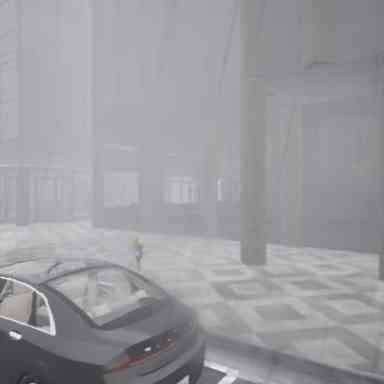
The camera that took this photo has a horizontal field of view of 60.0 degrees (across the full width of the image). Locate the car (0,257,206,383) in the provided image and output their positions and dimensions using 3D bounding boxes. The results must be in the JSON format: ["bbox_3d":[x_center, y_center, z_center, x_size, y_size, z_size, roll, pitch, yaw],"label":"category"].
[{"bbox_3d":[-1.924,1.528,4.230,4.403,1.369,2.008,0,0,34],"label":"car"}]
